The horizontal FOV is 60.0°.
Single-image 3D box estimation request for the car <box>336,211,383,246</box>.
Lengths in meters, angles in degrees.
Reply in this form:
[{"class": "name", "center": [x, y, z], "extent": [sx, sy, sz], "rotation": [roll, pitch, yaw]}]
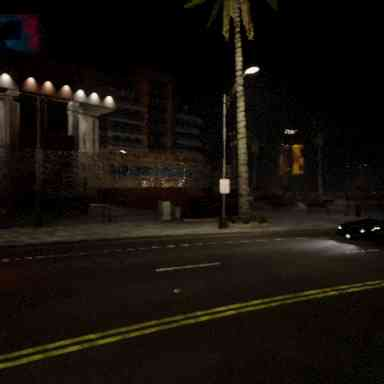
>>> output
[{"class": "car", "center": [9.338, 1.533, 15.001], "extent": [5.357, 1.411, 2.033], "rotation": [0, 0, -13]}]
